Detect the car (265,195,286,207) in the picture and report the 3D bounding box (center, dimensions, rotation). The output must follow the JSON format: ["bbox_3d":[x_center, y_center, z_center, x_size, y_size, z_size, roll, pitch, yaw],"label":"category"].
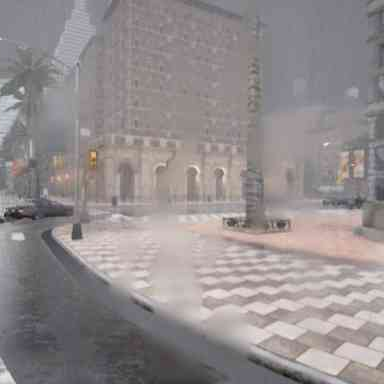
[{"bbox_3d":[11.060,1.272,47.159,4.902,1.511,2.128,0,0,-30],"label":"car"}]

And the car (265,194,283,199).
[{"bbox_3d":[22.734,1.173,92.445,1.895,1.301,4.718,0,0,-30],"label":"car"}]

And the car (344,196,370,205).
[{"bbox_3d":[28.198,1.429,56.937,4.181,1.385,1.994,0,0,-30],"label":"car"}]

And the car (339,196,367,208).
[{"bbox_3d":[23.082,1.373,45.846,4.902,1.511,2.128,0,0,-30],"label":"car"}]

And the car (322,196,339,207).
[{"bbox_3d":[21.324,1.340,48.872,4.902,1.511,2.128,0,0,-30],"label":"car"}]

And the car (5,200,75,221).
[{"bbox_3d":[-10.847,1.308,24.467,2.033,1.411,5.357,0,0,24],"label":"car"}]
